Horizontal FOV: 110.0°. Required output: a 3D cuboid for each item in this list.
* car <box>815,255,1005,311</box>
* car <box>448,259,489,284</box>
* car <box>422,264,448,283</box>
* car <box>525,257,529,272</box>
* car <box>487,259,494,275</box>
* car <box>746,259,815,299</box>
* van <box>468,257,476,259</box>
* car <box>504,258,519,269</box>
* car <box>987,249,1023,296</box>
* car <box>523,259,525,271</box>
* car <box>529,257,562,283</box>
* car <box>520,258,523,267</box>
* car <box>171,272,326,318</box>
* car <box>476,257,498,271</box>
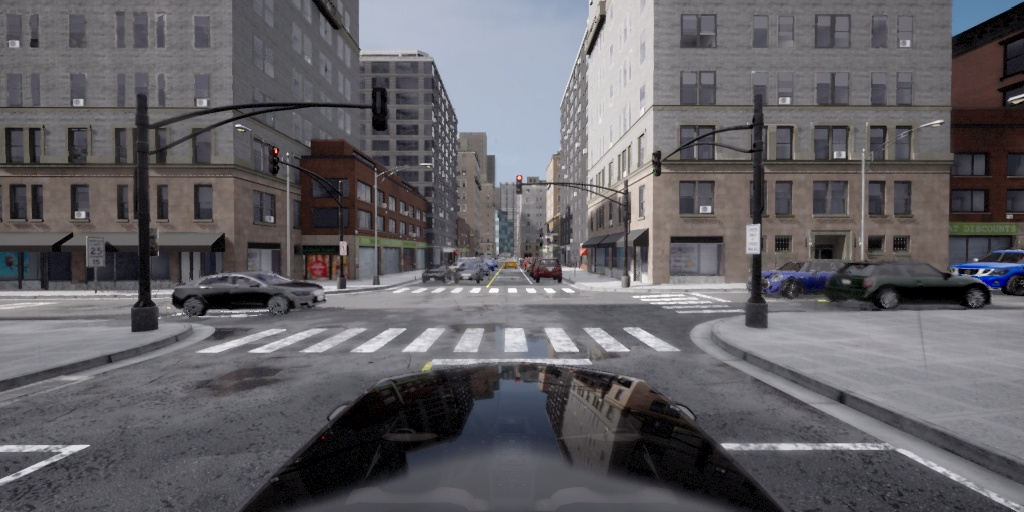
[{"bbox_3d":[14.501,0.964,13.296,4.553,1.767,2.097,-1,1,0],"label":"car"},{"bbox_3d":[-3.204,1.244,27.311,2.128,1.511,4.902,0,0,0],"label":"car"},{"bbox_3d":[-5.780,1.318,28.140,1.948,1.339,4.313,0,0,0],"label":"car"},{"bbox_3d":[2.722,1.067,33.764,2.192,1.841,5.009,0,0,0],"label":"car"},{"bbox_3d":[-3.245,1.300,37.133,2.033,1.411,5.357,0,0,0],"label":"car"},{"bbox_3d":[13.402,0.937,16.455,4.553,1.767,2.097,-1,1,-1],"label":"car"},{"bbox_3d":[-5.855,1.092,44.897,1.690,1.789,3.998,0,0,0],"label":"van"},{"bbox_3d":[-0.242,1.225,57.149,1.882,1.535,5.008,0,0,0],"label":"car"},{"bbox_3d":[23.676,0.701,16.570,5.566,2.045,2.150,0,1,0],"label":"car"},{"bbox_3d":[2.674,1.276,45.105,1.751,1.417,4.829,0,0,0],"label":"car"},{"bbox_3d":[2.746,1.066,28.178,2.192,1.841,5.009,0,0,0],"label":"car"},{"bbox_3d":[2.651,1.064,50.521,2.192,1.841,5.009,0,0,0],"label":"car"},{"bbox_3d":[-9.463,1.318,13.099,4.902,1.511,2.128,-1,0,0],"label":"car"},{"bbox_3d":[-3.277,1.228,47.328,1.882,1.535,5.008,0,0,0],"label":"car"}]
